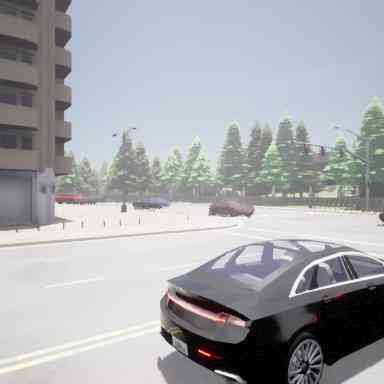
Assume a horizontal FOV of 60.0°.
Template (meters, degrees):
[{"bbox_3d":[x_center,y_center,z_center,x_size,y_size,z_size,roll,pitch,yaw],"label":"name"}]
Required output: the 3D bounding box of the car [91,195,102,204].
[{"bbox_3d":[-19.388,1.433,60.098,5.008,1.535,1.882,0,0,26],"label":"car"}]

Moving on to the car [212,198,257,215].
[{"bbox_3d":[4.289,1.449,34.242,1.837,1.490,4.892,0,0,-35],"label":"car"}]

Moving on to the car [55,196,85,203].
[{"bbox_3d":[-24.030,1.492,65.580,5.357,1.411,2.033,0,0,15],"label":"car"}]

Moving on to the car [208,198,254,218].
[{"bbox_3d":[3.311,1.470,29.526,1.812,1.442,4.674,0,0,-35],"label":"car"}]

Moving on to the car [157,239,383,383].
[{"bbox_3d":[1.847,1.492,5.103,4.902,1.511,2.128,0,0,-35],"label":"car"}]

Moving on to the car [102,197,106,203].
[{"bbox_3d":[-19.981,1.447,67.770,4.902,1.511,2.128,0,0,18],"label":"car"}]

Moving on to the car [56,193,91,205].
[{"bbox_3d":[-20.466,1.165,56.695,5.566,2.045,2.150,0,0,27],"label":"car"}]

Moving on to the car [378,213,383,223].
[{"bbox_3d":[14.106,1.570,20.077,1.895,1.301,4.718,0,0,-35],"label":"car"}]

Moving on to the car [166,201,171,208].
[{"bbox_3d":[-4.869,1.470,47.057,1.812,1.442,4.674,0,0,-38],"label":"car"}]

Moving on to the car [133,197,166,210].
[{"bbox_3d":[-5.615,1.545,42.248,1.895,1.301,4.718,0,0,-36],"label":"car"}]
